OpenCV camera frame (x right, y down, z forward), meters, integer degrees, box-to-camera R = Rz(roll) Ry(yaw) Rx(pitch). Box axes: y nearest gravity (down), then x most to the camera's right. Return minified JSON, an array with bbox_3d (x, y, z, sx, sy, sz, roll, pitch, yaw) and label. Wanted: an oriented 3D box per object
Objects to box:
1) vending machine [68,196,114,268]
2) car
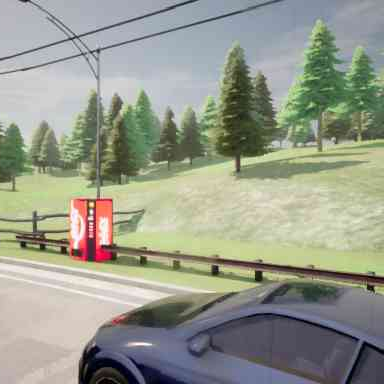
[{"bbox_3d":[-3.180,1.195,10.516,0.880,2.100,1.100,0,0,30],"label":"vending machine"},{"bbox_3d":[0.882,1.564,3.049,4.181,1.385,1.994,0,0,34],"label":"car"}]
